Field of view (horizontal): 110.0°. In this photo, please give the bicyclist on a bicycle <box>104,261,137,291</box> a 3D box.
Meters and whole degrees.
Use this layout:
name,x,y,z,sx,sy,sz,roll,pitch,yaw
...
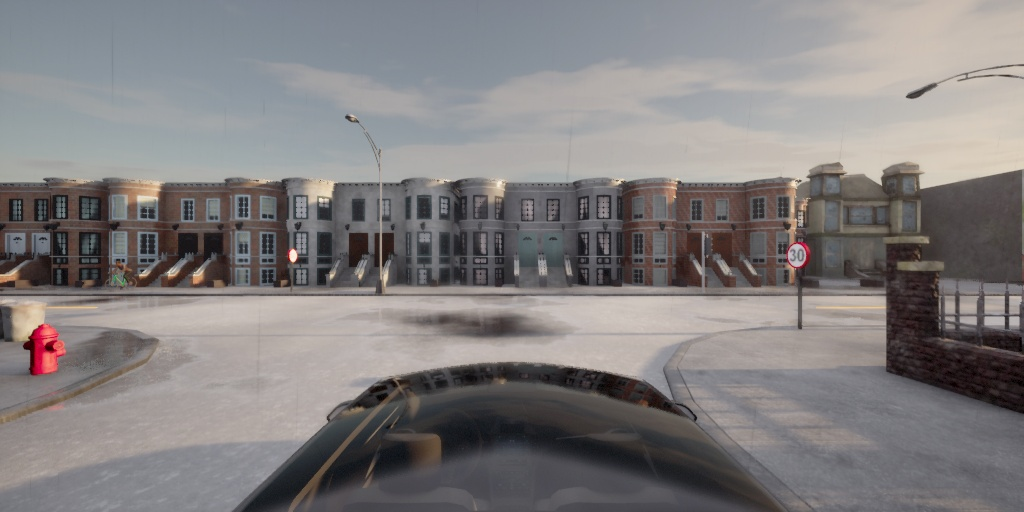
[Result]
name,x,y,z,sx,sy,sz,roll,pitch,yaw
bicyclist on a bicycle,-21.801,1.099,20.000,0.582,1.620,1.656,0,0,0
